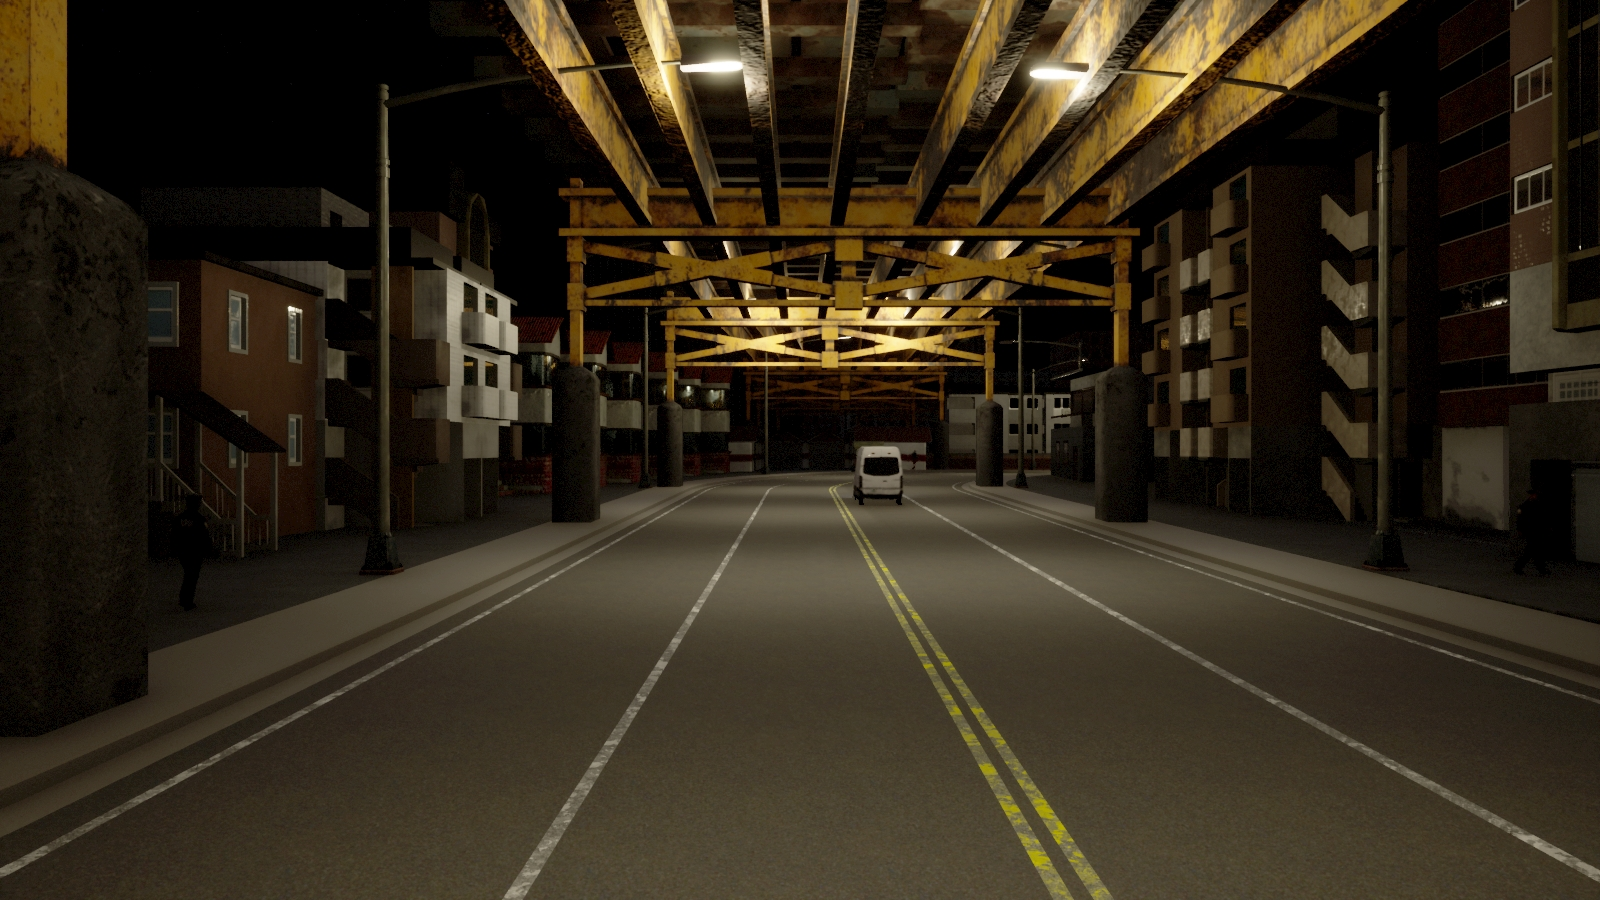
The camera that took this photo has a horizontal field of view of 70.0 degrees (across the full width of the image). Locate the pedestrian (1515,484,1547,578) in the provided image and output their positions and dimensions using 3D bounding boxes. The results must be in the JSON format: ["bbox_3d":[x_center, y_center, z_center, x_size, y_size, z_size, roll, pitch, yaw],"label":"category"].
[{"bbox_3d":[14.823,1.634,23.172,0.375,1.860,0.375,0,0,-10],"label":"pedestrian"}]

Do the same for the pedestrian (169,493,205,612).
[{"bbox_3d":[-9.771,1.629,18.215,0.375,1.860,0.375,0,0,1],"label":"pedestrian"}]
